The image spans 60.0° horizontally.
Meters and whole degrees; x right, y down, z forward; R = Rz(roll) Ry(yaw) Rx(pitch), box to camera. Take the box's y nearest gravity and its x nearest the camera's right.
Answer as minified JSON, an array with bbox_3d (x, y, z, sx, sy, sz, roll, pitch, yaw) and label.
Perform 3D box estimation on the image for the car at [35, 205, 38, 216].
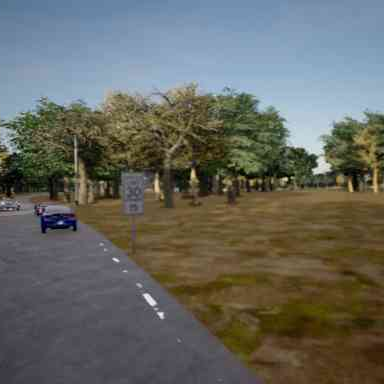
[{"bbox_3d":[-14.888,1.673,33.914,1.895,1.301,4.718,-1,1,-28],"label":"car"}]

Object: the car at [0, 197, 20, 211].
[{"bbox_3d":[-23.301,1.490,42.501,2.097,1.767,4.553,-1,1,-30],"label":"car"}]

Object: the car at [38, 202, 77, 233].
[{"bbox_3d":[-8.259,1.532,20.469,1.882,1.535,5.008,-1,1,-25],"label":"car"}]
